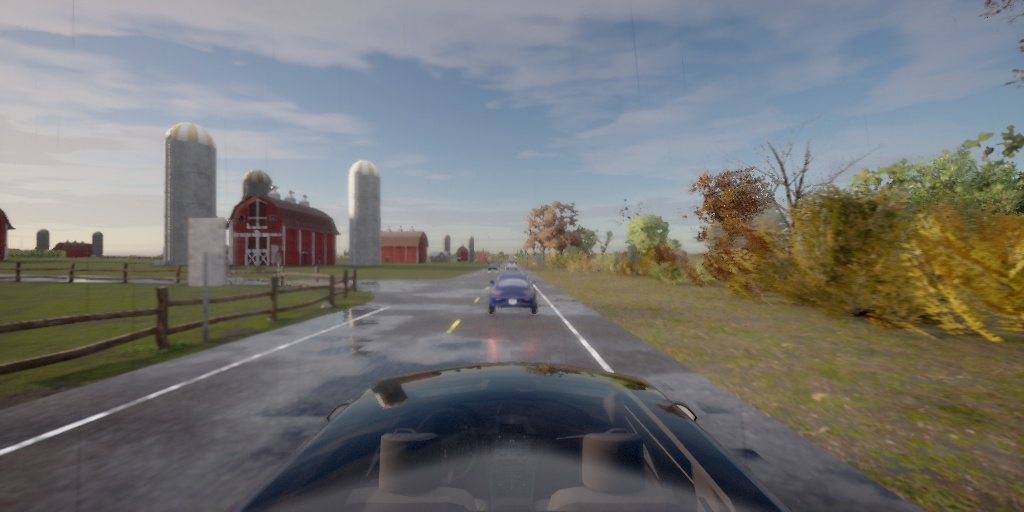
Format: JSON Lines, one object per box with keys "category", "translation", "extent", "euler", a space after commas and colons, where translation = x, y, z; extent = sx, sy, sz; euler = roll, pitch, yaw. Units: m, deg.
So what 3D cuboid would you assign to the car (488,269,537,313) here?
{"category": "car", "translation": [0.045, 1.447, 14.856], "extent": [1.812, 1.442, 4.674], "euler": [0, 0, 0]}
